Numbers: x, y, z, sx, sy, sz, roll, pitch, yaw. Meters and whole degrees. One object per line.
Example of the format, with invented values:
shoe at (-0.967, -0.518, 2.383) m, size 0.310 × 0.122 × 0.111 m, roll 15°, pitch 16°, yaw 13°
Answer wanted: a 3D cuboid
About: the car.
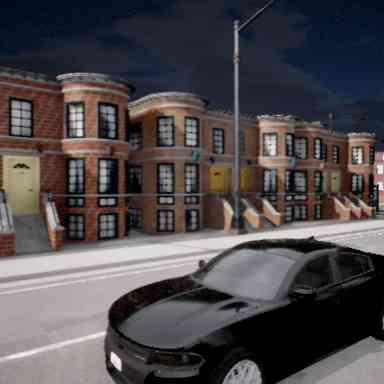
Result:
car at (1.254, 1.467, 4.869) m, size 5.008 × 1.535 × 1.882 m, roll 0°, pitch 0°, yaw -35°
